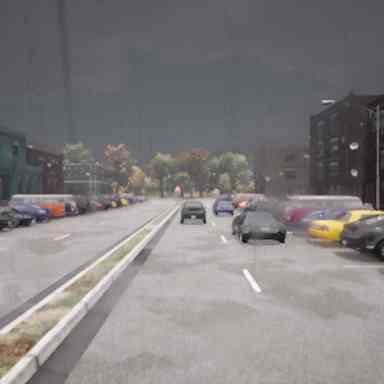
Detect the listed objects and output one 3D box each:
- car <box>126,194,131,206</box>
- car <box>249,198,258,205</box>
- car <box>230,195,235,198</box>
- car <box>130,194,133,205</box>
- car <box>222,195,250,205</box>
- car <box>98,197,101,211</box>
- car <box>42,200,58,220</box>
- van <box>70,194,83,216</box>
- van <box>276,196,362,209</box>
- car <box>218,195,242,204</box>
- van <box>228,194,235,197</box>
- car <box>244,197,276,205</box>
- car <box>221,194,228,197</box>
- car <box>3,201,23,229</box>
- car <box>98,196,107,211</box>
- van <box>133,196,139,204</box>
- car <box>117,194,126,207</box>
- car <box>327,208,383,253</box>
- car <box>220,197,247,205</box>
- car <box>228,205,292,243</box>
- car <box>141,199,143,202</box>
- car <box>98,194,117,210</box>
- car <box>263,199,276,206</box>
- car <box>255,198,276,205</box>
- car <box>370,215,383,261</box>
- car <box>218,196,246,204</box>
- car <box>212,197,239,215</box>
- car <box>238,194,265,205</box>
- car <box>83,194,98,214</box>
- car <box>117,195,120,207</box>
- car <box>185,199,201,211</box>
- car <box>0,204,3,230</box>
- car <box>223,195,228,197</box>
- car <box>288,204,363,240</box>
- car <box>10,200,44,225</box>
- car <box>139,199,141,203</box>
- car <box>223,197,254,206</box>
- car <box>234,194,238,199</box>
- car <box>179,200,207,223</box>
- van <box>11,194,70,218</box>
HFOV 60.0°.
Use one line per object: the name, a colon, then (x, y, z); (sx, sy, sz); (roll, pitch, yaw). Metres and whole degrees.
car: (-12.510, 1.547, 51.708); (5.008, 1.535, 2.097); (0, 0, 0)
car: (7.639, 1.468, 27.937); (4.892, 1.521, 2.231); (0, 0, 0)
car: (7.653, 1.503, 41.722); (5.008, 1.535, 2.097); (0, 0, 0)
car: (-12.544, 1.434, 54.612); (4.553, 1.767, 2.185); (0, 0, 0)
car: (7.619, 1.436, 58.271); (4.553, 1.767, 2.185); (0, 0, 0)
car: (-12.529, 1.519, 35.158); (4.674, 1.452, 2.002); (0, 0, 0)
car: (-12.540, 1.492, 23.917); (4.674, 1.452, 2.002); (0, 0, 0)
van: (-12.420, 1.237, 29.599); (4.442, 1.987, 1.878); (0, 0, 0)
van: (7.526, 1.234, 19.543); (4.442, 1.987, 1.878); (0, 0, 0)
car: (7.621, 1.443, 66.547); (4.553, 1.767, 2.185); (0, 0, 0)
van: (7.531, 1.287, 44.481); (4.442, 1.987, 1.878); (0, 0, 0)
car: (7.639, 1.474, 30.694); (4.892, 1.521, 2.231); (0, 0, 0)
car: (7.677, 1.283, 49.996); (5.566, 2.045, 2.435); (0, 0, 0)
car: (-12.541, 1.447, 18.484); (4.892, 1.521, 2.231); (0, 0, 0)
car: (-12.526, 1.528, 37.872); (4.674, 1.452, 2.002); (0, 0, 0)
van: (-12.391, 1.353, 60.048); (4.442, 1.987, 1.878); (0, 0, 0)
car: (-12.550, 1.271, 46.276); (5.566, 2.045, 2.435); (0, 0, 0)
car: (7.636, 1.462, 11.395); (4.892, 1.521, 2.231); (0, 0, 0)
car: (7.649, 1.606, 61.028); (4.674, 1.452, 2.002); (0, 0, 0)
car: (3.103, 1.543, 16.084); (1.994, 1.385, 4.181); (0, 0, 0)
car: (-12.470, 1.603, 68.392); (4.792, 1.488, 2.163); (0, 0, 0)
car: (-12.498, 1.247, 40.592); (5.566, 2.045, 2.435); (0, 0, 0)
car: (7.638, 1.462, 22.424); (4.892, 1.521, 2.231); (0, 0, 0)
car: (7.638, 1.465, 25.180); (4.892, 1.521, 2.231); (0, 0, 0)
car: (7.671, 1.493, 8.637); (4.792, 1.488, 2.163); (0, 0, 0)
car: (7.657, 1.570, 63.784); (5.008, 1.535, 2.097); (0, 0, 0)
car: (3.106, 1.547, 33.828); (2.033, 1.411, 5.357); (0, 0, 0)
car: (7.678, 1.360, 36.209); (4.553, 1.767, 2.185); (0, 0, 0)
car: (-12.562, 1.219, 32.380); (5.566, 2.045, 2.435); (0, 0, 0)
car: (-12.709, 1.507, 43.495); (5.366, 1.575, 1.946); (0, 0, 0)
car: (0.109, 1.625, 42.023); (1.895, 1.301, 4.718); (0, 0, 0)
car: (-12.522, 1.193, 15.704); (5.566, 2.045, 2.435); (0, 0, 0)
car: (7.463, 1.521, 47.237); (5.366, 1.575, 1.946); (0, 0, 0)
car: (7.641, 1.499, 16.909); (4.674, 1.452, 2.002); (0, 0, 0)
car: (-12.515, 1.478, 21.263); (4.792, 1.488, 2.163); (0, 0, 0)
car: (-12.536, 1.455, 62.956); (4.553, 1.767, 2.185); (0, 0, 0)
car: (7.657, 1.556, 55.508); (4.892, 1.521, 2.231); (0, 0, 0)
car: (7.678, 1.368, 38.966); (4.553, 1.767, 2.185); (0, 0, 0)
car: (0.105, 1.489, 25.565); (1.837, 1.490, 4.892); (0, 0, 0)
van: (-12.656, 1.232, 26.822); (4.442, 1.987, 1.878); (0, 0, 0)
